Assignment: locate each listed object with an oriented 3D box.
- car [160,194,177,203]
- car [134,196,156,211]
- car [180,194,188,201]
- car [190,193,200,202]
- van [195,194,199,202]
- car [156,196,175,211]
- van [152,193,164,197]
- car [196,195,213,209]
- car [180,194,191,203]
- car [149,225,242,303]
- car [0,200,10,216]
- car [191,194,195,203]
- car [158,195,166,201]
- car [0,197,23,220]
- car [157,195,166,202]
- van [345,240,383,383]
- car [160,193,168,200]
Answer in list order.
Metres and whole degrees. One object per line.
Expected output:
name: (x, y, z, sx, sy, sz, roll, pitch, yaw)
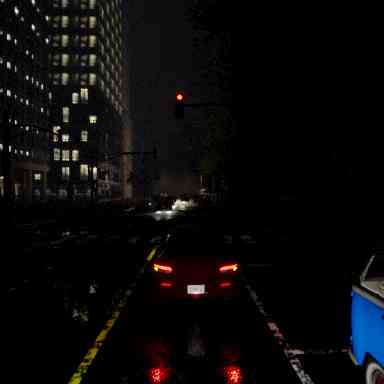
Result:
car: (-3.753, 1.484, 54.073, 1.837, 1.490, 4.892, 0, 0, -2)
car: (-5.832, 1.539, 39.770, 2.008, 1.369, 4.403, 0, 0, -1)
car: (-1.900, 1.264, 80.591, 1.882, 1.535, 5.008, 0, 0, -3)
car: (0.740, 1.271, 78.945, 2.192, 1.841, 5.009, 0, 0, -3)
van: (1.748, 1.322, 51.233, 1.690, 1.788, 3.998, 0, 0, -2)
car: (-3.408, 1.551, 40.431, 1.994, 1.385, 4.181, 0, 0, -3)
van: (-6.625, 1.314, 61.941, 1.690, 1.788, 3.998, 0, 0, -2)
car: (1.899, 1.510, 45.860, 1.752, 1.417, 4.829, 0, 0, -2)
car: (-1.481, 1.552, 70.616, 1.895, 1.301, 4.718, 0, 0, -2)
car: (0.054, 1.525, 8.080, 1.812, 1.442, 4.674, 0, 0, 0)
car: (-18.220, 1.377, 28.510, 4.206, 1.307, 1.802, 1, 0, 3)
car: (1.185, 1.492, 68.026, 1.752, 1.417, 4.829, 0, 0, -2)
car: (-7.528, 1.532, 84.115, 1.802, 1.307, 4.206, 0, 0, -3)
car: (-15.767, 1.182, 25.780, 4.553, 1.767, 2.097, 1, 0, 2)
car: (-7.276, 1.501, 78.571, 1.887, 1.381, 4.507, 0, 0, -2)
van: (2.558, 1.341, 2.145, 1.690, 1.788, 3.998, 0, 0, 0)
car: (-8.075, 1.252, 95.196, 2.192, 1.841, 5.009, 0, 0, -3)
